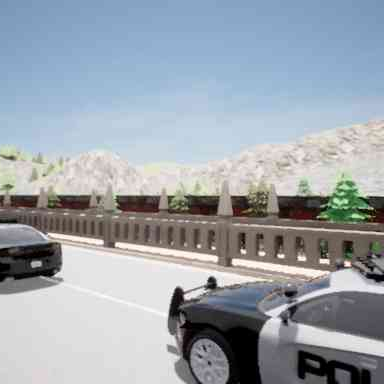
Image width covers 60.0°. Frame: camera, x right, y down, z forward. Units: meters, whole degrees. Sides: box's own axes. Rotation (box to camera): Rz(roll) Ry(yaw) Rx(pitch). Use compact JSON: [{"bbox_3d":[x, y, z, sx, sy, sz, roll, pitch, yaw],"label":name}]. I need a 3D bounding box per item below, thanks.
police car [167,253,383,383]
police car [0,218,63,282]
[{"bbox_3d":[1.942,1.532,3.660,5.238,1.638,1.930,-1,-2,38],"label":"police car"},{"bbox_3d":[-5.883,1.611,9.885,5.238,1.638,1.930,-1,-2,38],"label":"police car"}]
